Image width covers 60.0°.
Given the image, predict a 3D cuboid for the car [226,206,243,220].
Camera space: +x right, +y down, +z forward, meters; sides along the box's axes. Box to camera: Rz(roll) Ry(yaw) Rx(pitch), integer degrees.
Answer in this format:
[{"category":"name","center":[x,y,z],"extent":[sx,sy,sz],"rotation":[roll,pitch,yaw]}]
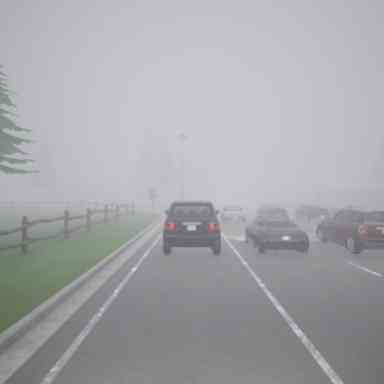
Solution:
[{"category":"car","center":[3.496,1.871,29.121],"extent":[1.895,1.301,4.718],"rotation":[0,0,0]}]

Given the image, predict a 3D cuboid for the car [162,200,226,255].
[{"category":"car","center":[-0.002,1.347,14.042],"extent":[2.150,2.045,5.566],"rotation":[0,0,0]}]

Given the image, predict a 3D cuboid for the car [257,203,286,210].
[{"category":"car","center":[7.000,1.751,29.493],"extent":[1.882,1.535,5.008],"rotation":[0,0,0]}]

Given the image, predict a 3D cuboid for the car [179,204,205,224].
[{"category":"car","center":[-0.006,1.816,29.003],"extent":[2.033,1.411,5.357],"rotation":[0,0,0]}]

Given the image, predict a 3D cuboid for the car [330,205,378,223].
[{"category":"car","center":[13.997,1.871,29.123],"extent":[1.895,1.301,4.718],"rotation":[0,0,0]}]

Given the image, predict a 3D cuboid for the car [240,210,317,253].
[{"category":"car","center":[3.501,1.698,14.323],"extent":[1.994,1.385,4.181],"rotation":[0,0,0]}]

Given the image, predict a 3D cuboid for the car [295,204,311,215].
[{"category":"car","center":[10.498,1.780,29.329],"extent":[1.837,1.490,4.892],"rotation":[0,0,0]}]

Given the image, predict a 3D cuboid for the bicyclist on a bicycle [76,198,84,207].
[{"category":"bicyclist on a bicycle","center":[-20.287,1.858,60.250],"extent":[0.582,1.620,1.656],"rotation":[0,0,7]}]

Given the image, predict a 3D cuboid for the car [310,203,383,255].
[{"category":"car","center":[7.000,1.482,14.101],"extent":[2.097,1.767,4.553],"rotation":[0,-1,0]}]

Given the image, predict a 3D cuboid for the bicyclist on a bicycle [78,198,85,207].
[{"category":"bicyclist on a bicycle","center":[-19.800,1.858,60.185],"extent":[0.582,1.620,1.656],"rotation":[0,0,8]}]
